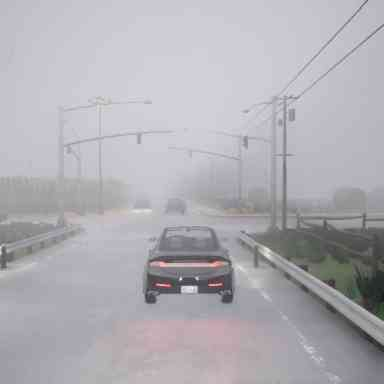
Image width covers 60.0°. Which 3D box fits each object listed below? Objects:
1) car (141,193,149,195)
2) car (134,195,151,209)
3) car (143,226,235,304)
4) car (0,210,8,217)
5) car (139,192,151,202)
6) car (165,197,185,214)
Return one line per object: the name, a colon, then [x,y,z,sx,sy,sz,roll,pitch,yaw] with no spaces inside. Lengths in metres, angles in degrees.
car: [-7.389,1.276,51.495,1.812,1.442,4.674,0,1,-7]
car: [-6.324,1.468,42.897,1.994,1.385,4.181,0,1,-7]
car: [-0.091,1.612,8.420,2.128,1.511,4.902,0,-2,-1]
car: [-16.845,1.692,25.475,5.008,1.535,1.882,0,1,-7]
car: [-8.641,0.923,61.534,2.097,1.767,4.553,0,1,-7]
car: [-1.816,1.374,36.306,2.097,1.767,4.553,0,1,-1]
